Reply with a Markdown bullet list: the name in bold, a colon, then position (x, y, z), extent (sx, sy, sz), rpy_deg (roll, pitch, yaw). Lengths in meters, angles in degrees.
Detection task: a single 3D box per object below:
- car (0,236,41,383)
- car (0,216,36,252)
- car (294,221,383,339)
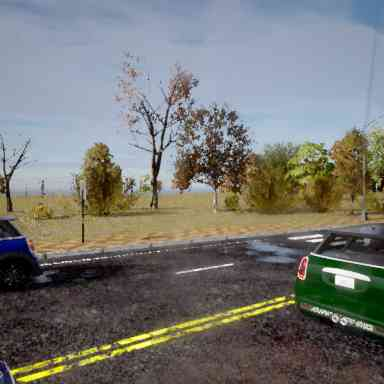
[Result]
- **car**: position (-3.061, 1.352, 1.199), extent (4.553, 1.767, 2.097), rpy_deg (0, 0, -36)
- **car**: position (-5.946, 1.351, 7.386), extent (4.553, 1.767, 2.097), rpy_deg (0, 0, -35)
- **car**: position (4.027, 1.351, 6.137), extent (4.553, 1.767, 2.097), rpy_deg (0, 0, -34)
